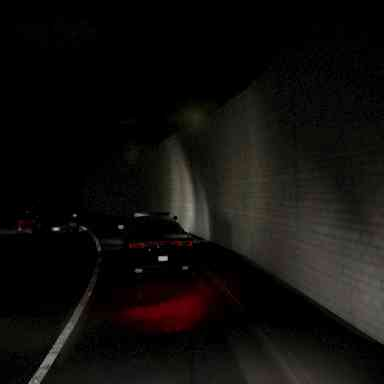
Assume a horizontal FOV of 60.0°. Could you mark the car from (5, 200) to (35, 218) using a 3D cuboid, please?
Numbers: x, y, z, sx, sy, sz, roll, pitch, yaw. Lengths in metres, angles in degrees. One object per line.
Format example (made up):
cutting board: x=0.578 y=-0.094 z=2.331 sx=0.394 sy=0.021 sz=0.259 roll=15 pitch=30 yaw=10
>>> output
car: x=-15.755 y=1.495 z=30.332 sx=2.128 sy=1.511 sz=4.902 roll=0 pitch=0 yaw=-43

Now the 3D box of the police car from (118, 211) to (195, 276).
police car: x=-1.301 y=1.424 z=10.654 sx=1.930 sy=1.638 sz=5.238 roll=0 pitch=0 yaw=-13

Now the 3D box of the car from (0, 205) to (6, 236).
car: x=-9.875 y=1.533 z=14.939 sx=1.812 sy=1.442 sz=4.674 roll=0 pitch=0 yaw=-22

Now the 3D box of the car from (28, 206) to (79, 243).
car: x=-6.631 y=1.573 z=16.254 sx=1.994 sy=1.385 sz=4.181 roll=0 pitch=0 yaw=-22
